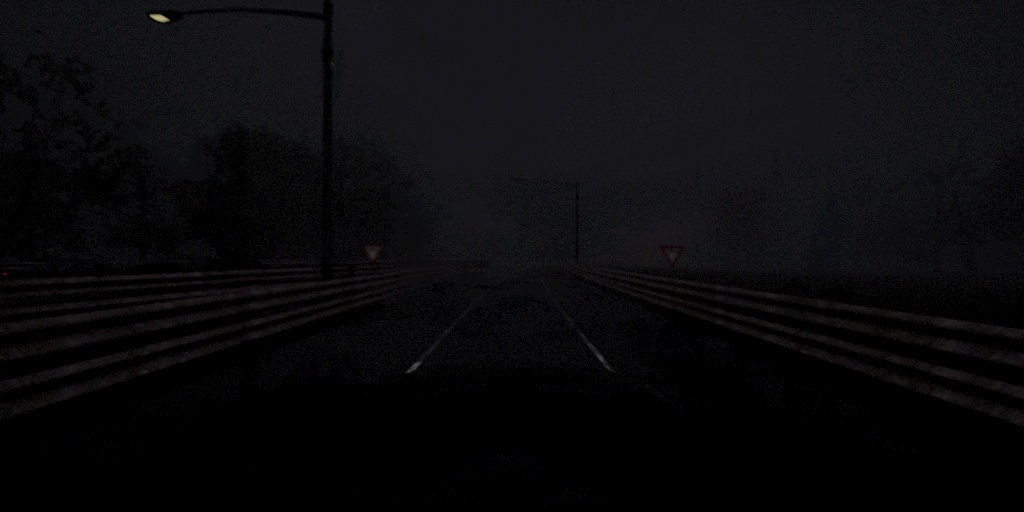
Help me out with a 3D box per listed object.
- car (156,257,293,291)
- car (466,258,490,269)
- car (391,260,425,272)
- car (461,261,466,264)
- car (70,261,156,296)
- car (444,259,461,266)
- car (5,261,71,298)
[{"bbox_3d":[-11.892,0.826,15.571,2.097,1.767,4.553,0,0,10],"label":"car"},{"bbox_3d":[-4.554,1.133,51.615,1.812,1.442,4.674,0,0,13],"label":"car"},{"bbox_3d":[-11.014,1.093,38.452,2.033,1.411,5.357,0,0,12],"label":"car"},{"bbox_3d":[-6.249,1.105,59.793,1.882,1.535,5.008,0,0,13],"label":"car"},{"bbox_3d":[-15.385,0.969,15.884,1.837,1.490,4.892,0,0,10],"label":"car"},{"bbox_3d":[-9.737,1.182,60.248,1.994,1.385,4.181,0,0,13],"label":"car"},{"bbox_3d":[-18.892,0.943,16.151,2.128,1.511,4.902,0,0,10],"label":"car"}]
